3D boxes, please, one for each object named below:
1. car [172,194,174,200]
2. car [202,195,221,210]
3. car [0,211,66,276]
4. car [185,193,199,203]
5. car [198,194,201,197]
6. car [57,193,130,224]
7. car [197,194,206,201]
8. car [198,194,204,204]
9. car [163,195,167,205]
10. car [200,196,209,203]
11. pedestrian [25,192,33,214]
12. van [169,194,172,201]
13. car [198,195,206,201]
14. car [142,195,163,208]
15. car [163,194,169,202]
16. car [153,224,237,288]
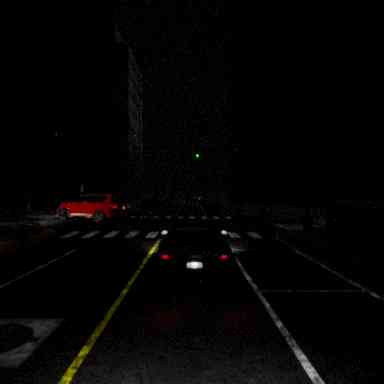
[{"bbox_3d":[-5.977,1.597,80.550,2.008,1.369,4.403,0,0,0],"label":"car"},{"bbox_3d":[2.650,1.457,42.510,1.967,1.590,4.097,0,0,0],"label":"car"},{"bbox_3d":[-5.790,1.528,10.347,1.752,1.417,4.829,0,0,0],"label":"car"},{"bbox_3d":[-0.181,1.257,68.431,2.150,2.045,5.566,0,0,0],"label":"car"},{"bbox_3d":[2.592,1.576,64.260,1.887,1.381,4.507,0,0,0],"label":"car"},{"bbox_3d":[-7.127,1.121,24.040,5.566,2.045,2.150,1,-1,26],"label":"car"},{"bbox_3d":[2.519,1.371,91.448,2.192,1.841,5.009,0,0,0],"label":"car"},{"bbox_3d":[2.606,1.578,58.822,2.008,1.369,4.403,0,0,0],"label":"car"},{"bbox_3d":[-5.919,1.610,58.799,1.802,1.307,4.206,0,0,0],"label":"car"},{"bbox_3d":[2.577,1.581,69.697,1.887,1.381,4.507,0,0,0],"label":"car"},{"bbox_3d":[-13.841,0.905,28.197,0.375,1.860,0.375,0,-1,0],"label":"pedestrian"},{"bbox_3d":[-5.963,1.382,75.112,1.690,1.788,3.998,0,0,0],"label":"van"},{"bbox_3d":[2.533,1.576,86.180,1.752,1.417,4.829,0,0,0],"label":"car"},{"bbox_3d":[-5.890,1.336,47.925,2.192,1.841,5.009,0,0,0],"label":"car"},{"bbox_3d":[-5.933,1.558,64.067,1.752,1.417,4.829,0,0,0],"label":"car"},{"bbox_3d":[0.066,1.567,9.288,1.994,1.385,4.181,0,0,0],"label":"car"}]
